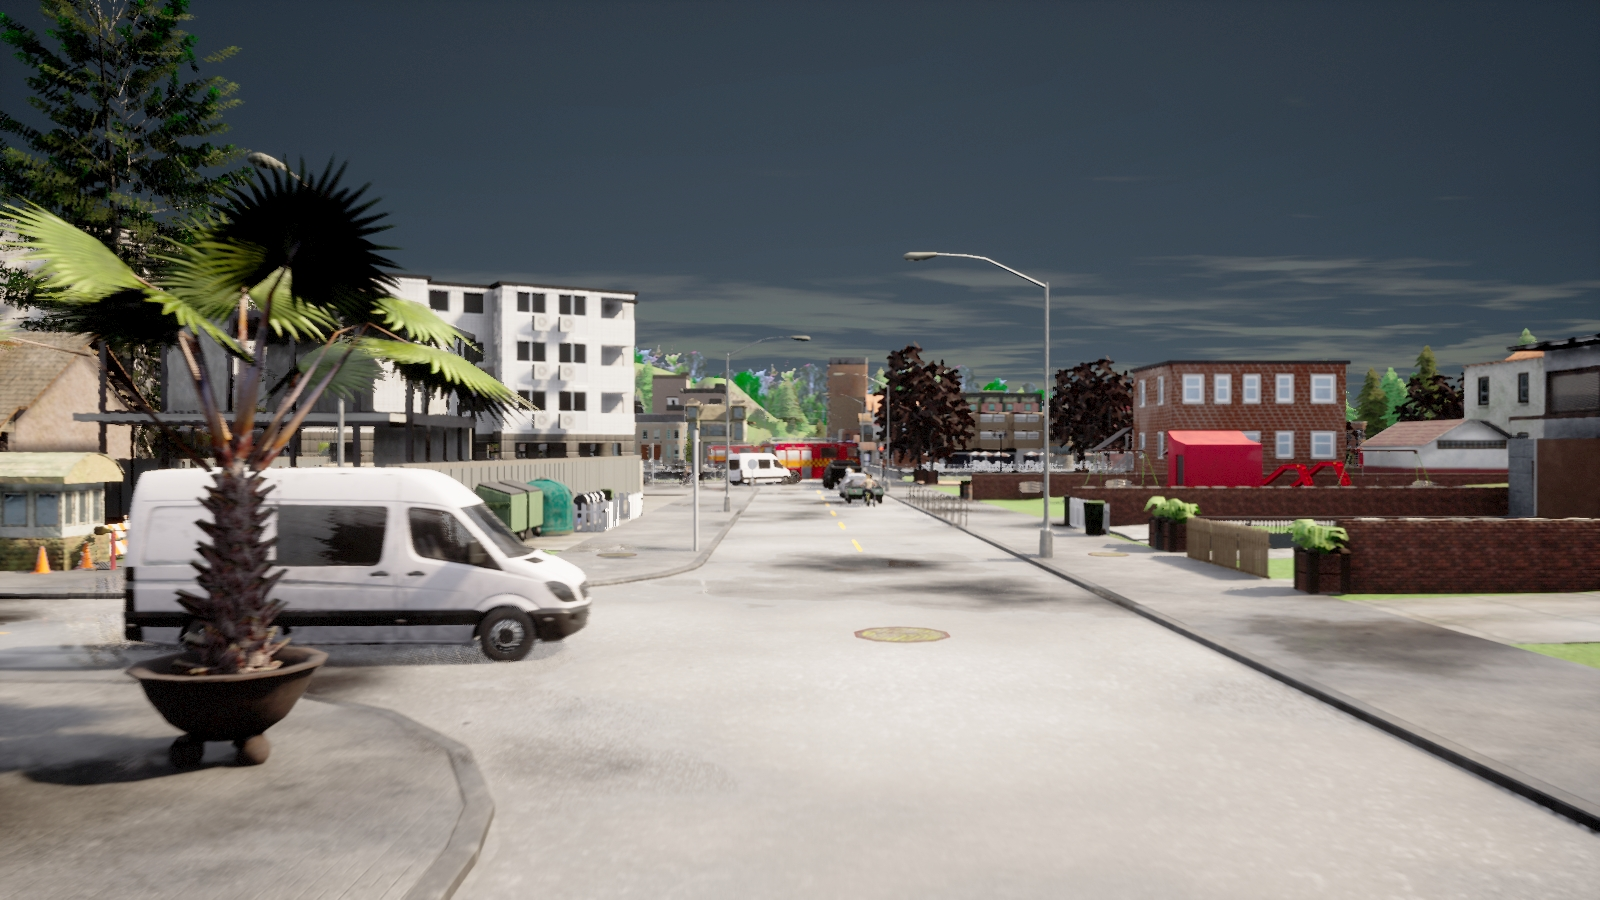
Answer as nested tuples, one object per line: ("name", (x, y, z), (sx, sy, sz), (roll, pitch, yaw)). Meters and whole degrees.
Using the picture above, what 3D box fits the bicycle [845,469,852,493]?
("bicycle", (3.231, 2.056, 76.022), (0.373, 1.496, 1.643), (0, 0, -1))

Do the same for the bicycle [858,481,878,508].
("bicycle", (3.341, 2.158, 56.067), (0.859, 1.276, 1.487), (0, 0, -1))

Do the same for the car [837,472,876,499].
("car", (3.310, 2.081, 67.425), (2.002, 1.442, 4.674), (0, 0, -1))

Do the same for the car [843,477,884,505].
("car", (3.334, 2.155, 60.882), (1.895, 1.301, 4.718), (0, 0, -1))

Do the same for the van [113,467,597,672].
("van", (-5.874, 1.535, 15.776), (5.915, 2.561, 1.988), (0, 0, -6))
